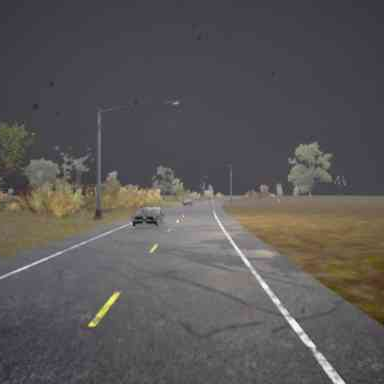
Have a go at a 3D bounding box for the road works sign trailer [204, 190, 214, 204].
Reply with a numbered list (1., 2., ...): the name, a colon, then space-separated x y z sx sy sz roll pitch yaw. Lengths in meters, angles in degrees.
1. road works sign trailer: 4.324 1.239 84.696 2.380 3.560 2.880 0 -1 6

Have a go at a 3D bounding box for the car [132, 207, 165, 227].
1. car: -3.188 1.834 24.867 1.895 1.301 4.718 0 -1 2

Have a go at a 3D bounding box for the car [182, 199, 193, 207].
1. car: -0.821 2.088 66.528 1.882 1.535 5.008 0 0 5
